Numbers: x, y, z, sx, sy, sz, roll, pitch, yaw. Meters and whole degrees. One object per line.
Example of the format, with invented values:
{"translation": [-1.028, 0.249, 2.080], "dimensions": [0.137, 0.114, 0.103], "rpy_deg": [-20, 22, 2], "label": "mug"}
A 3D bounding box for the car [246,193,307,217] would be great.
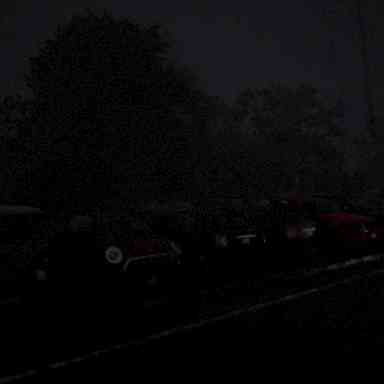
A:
{"translation": [8.100, 1.160, 32.442], "dimensions": [2.435, 2.045, 5.566], "rpy_deg": [0, 0, -36], "label": "car"}

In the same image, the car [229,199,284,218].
{"translation": [5.877, 1.448, 30.780], "dimensions": [2.163, 1.488, 4.792], "rpy_deg": [0, 0, -36], "label": "car"}

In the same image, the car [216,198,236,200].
{"translation": [3.584, 1.300, 29.211], "dimensions": [2.185, 1.767, 4.553], "rpy_deg": [0, 0, -36], "label": "car"}

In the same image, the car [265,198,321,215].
{"translation": [10.266, 1.401, 34.187], "dimensions": [1.946, 1.575, 5.366], "rpy_deg": [0, 0, -36], "label": "car"}

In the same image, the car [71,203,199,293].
{"translation": [-2.105, 1.340, 9.048], "dimensions": [2.185, 1.767, 4.553], "rpy_deg": [0, 0, -36], "label": "car"}

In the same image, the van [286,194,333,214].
{"translation": [12.561, 1.172, 35.745], "dimensions": [1.878, 1.987, 4.442], "rpy_deg": [0, 0, -36], "label": "van"}

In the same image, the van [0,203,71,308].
{"translation": [-4.298, 1.247, 7.296], "dimensions": [1.878, 1.987, 4.442], "rpy_deg": [0, 0, -36], "label": "van"}

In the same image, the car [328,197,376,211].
{"translation": [19.384, 1.394, 40.524], "dimensions": [2.163, 1.488, 4.792], "rpy_deg": [0, 0, -36], "label": "car"}

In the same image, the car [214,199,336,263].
{"translation": [2.489, 1.326, 12.262], "dimensions": [2.185, 1.767, 4.553], "rpy_deg": [0, 0, -36], "label": "car"}

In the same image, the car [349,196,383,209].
{"translation": [23.809, 1.323, 43.885], "dimensions": [1.946, 1.575, 5.366], "rpy_deg": [-1, 0, -36], "label": "car"}

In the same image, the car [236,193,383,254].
{"translation": [4.767, 1.193, 13.896], "dimensions": [2.435, 2.045, 5.566], "rpy_deg": [0, 0, -36], "label": "car"}

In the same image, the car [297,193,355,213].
{"translation": [14.870, 1.139, 37.290], "dimensions": [2.435, 2.045, 5.566], "rpy_deg": [0, 0, -36], "label": "car"}

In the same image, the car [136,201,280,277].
{"translation": [0.210, 1.333, 10.630], "dimensions": [2.185, 1.767, 4.553], "rpy_deg": [0, 0, -36], "label": "car"}

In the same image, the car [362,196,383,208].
{"translation": [26.178, 1.302, 45.347], "dimensions": [2.097, 1.535, 5.008], "rpy_deg": [-1, 0, -36], "label": "car"}

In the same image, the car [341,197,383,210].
{"translation": [21.681, 1.379, 42.097], "dimensions": [2.163, 1.488, 4.792], "rpy_deg": [0, 0, -36], "label": "car"}

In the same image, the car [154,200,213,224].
{"translation": [-0.802, 1.436, 25.804], "dimensions": [1.946, 1.575, 5.366], "rpy_deg": [0, 0, -36], "label": "car"}

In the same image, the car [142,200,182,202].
{"translation": [-3.171, 1.447, 24.342], "dimensions": [2.231, 1.521, 4.892], "rpy_deg": [0, 0, -36], "label": "car"}

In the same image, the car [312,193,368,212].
{"translation": [17.160, 1.127, 38.861], "dimensions": [2.435, 2.045, 5.566], "rpy_deg": [0, 0, -36], "label": "car"}

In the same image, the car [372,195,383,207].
{"translation": [28.436, 1.277, 46.964], "dimensions": [2.231, 1.521, 4.892], "rpy_deg": [-1, 0, -36], "label": "car"}
